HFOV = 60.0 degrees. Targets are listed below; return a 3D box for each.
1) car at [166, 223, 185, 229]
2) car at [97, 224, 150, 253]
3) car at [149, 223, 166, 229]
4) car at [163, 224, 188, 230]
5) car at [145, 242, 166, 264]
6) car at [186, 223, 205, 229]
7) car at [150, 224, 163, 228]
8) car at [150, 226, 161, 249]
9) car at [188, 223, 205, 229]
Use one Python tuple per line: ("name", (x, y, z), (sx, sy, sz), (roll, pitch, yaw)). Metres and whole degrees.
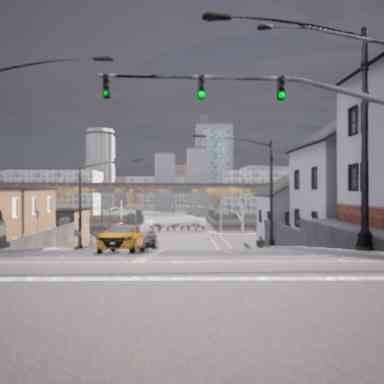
("car", (-4.336, 9.000, 87.815), (4.536, 1.218, 1.853), (0, 0, -37))
("car", (-3.743, 2.518, 18.257), (1.882, 1.535, 5.008), (-1, -8, 0))
("car", (-9.022, 9.018, 87.730), (4.536, 1.218, 1.853), (0, 0, 43))
("car", (-4.376, 9.158, 87.784), (4.974, 1.542, 2.038), (0, 0, -37))
("car", (-4.181, 7.141, 38.549), (1.882, 1.535, 5.008), (-1, -20, -1))
("car", (0.930, 8.977, 88.686), (4.536, 1.218, 1.853), (0, 0, 28))
("car", (-8.983, 9.175, 87.696), (4.974, 1.542, 2.038), (0, 0, 43))
("car", (-3.899, 4.177, 28.486), (2.128, 1.511, 4.902), (0, -12, -1))
("car", (0.977, 9.134, 88.663), (4.974, 1.542, 2.038), (0, 0, 28))
